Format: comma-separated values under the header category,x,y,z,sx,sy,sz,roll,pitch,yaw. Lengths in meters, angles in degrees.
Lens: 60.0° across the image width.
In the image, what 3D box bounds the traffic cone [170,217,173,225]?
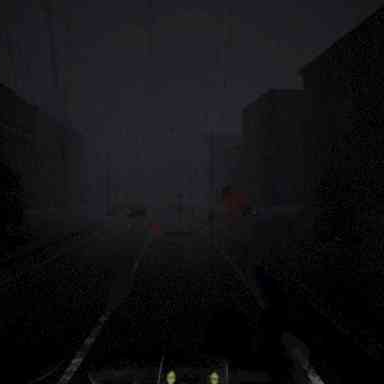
category,x,y,z,sx,sy,sz,roll,pitch,yaw
traffic cone,-1.524,2.148,24.378,0.340,0.580,0.340,0,-1,-4

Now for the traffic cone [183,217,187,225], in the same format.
category,x,y,z,sx,sy,sz,roll,pitch,yaw
traffic cone,-0.528,2.144,24.457,0.340,0.580,0.340,0,-1,-4

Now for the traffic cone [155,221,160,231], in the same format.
category,x,y,z,sx,sy,sz,roll,pitch,yaw
traffic cone,-2.044,2.037,18.314,0.340,0.580,0.340,0,-1,-5

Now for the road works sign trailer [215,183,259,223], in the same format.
category,x,y,z,sx,sy,sz,roll,pitch,yaw
road works sign trailer,3.289,1.114,24.200,2.380,2.880,3.560,46,22,20

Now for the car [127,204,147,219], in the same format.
category,x,y,z,sx,sy,sz,roll,pitch,yaw
car,-5.910,2.056,35.968,1.882,1.535,5.008,0,-2,-7
